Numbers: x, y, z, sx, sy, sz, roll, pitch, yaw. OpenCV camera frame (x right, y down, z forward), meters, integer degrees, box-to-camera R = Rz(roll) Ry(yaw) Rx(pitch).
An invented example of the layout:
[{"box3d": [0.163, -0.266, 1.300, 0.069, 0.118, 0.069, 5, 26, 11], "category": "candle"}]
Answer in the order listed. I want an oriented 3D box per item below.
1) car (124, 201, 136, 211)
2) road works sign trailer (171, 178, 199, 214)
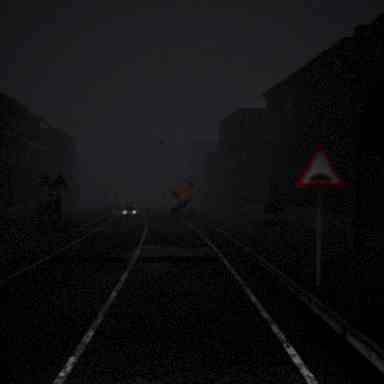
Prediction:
[{"box3d": [-10.879, 2.369, 58.391, 2.097, 1.767, 4.553, 0, -1, -10], "category": "car"}, {"box3d": [-0.673, 0.991, 32.925, 2.380, 2.880, 3.560, -32, -12, -27], "category": "road works sign trailer"}]
